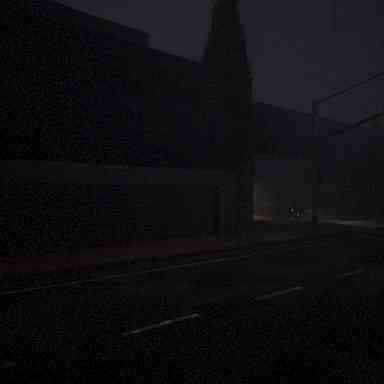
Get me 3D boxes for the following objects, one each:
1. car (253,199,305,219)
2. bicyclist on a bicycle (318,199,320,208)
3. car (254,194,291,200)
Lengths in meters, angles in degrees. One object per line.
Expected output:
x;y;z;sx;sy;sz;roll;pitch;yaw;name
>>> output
7.632;1.598;29.727;1.895;1.301;4.718;0;0;-37;car
16.223;1.299;43.263;1.656;1.620;0.582;0;0;-37;bicyclist on a bicycle
8.695;1.219;34.158;2.150;2.045;5.566;0;0;-36;car
